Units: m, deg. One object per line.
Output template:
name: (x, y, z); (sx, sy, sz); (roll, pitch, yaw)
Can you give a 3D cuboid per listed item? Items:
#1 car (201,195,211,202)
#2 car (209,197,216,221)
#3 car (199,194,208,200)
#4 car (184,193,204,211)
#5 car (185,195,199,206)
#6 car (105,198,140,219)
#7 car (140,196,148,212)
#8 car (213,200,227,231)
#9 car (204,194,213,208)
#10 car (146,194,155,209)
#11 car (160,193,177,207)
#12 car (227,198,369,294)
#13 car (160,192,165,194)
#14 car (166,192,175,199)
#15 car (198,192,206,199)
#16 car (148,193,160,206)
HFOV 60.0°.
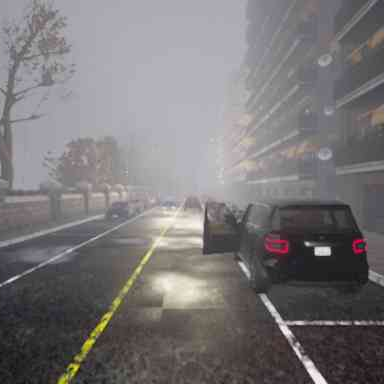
car: (2.684, 1.189, 66.231); (1.802, 1.307, 4.206); (0, 0, 0)
car: (2.689, 1.368, 26.821); (1.887, 1.381, 4.507); (0, 0, 0)
car: (2.683, 1.117, 77.492); (1.947, 1.339, 4.313); (0, 0, 0)
car: (0.067, 1.233, 37.425); (1.882, 1.535, 5.008); (0, 0, 0)
car: (-0.002, 1.174, 48.611); (1.882, 1.535, 5.008); (0, 0, 0)
car: (-5.691, 1.389, 26.821); (1.947, 1.339, 4.313); (0, 0, 0)
car: (-5.692, 1.369, 32.452); (1.802, 1.307, 4.206); (0, 0, 0)
car: (2.689, 1.411, 21.191); (2.008, 1.369, 4.403); (0, 0, 0)
car: (2.686, 1.275, 49.339); (1.802, 1.307, 4.206); (0, 0, 0)
car: (-5.693, 1.297, 38.079); (1.887, 1.381, 4.507); (0, 0, 0)
car: (-3.005, 1.259, 46.409); (2.033, 1.411, 5.357); (0, 0, 0)
car: (2.394, 1.162, 8.777); (2.150, 2.045, 5.566); (0, 0, 0)
car: (-5.695, 1.008, 49.337); (2.192, 1.841, 5.009); (0, 0, 0)
car: (-5.698, 0.813, 88.749); (2.192, 1.841, 5.009); (0, 0, 0)
car: (2.682, 0.938, 88.751); (1.967, 1.590, 4.097); (0, 0, 0)
car: (-5.693, 1.162, 43.707); (1.967, 1.590, 4.097); (0, 0, 0)
